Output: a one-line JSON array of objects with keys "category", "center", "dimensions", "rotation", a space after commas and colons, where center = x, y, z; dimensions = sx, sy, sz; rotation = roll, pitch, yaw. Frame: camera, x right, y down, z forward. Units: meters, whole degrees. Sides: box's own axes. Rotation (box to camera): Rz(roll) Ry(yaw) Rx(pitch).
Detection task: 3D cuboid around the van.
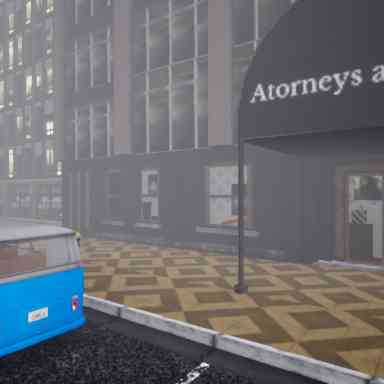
[{"category": "van", "center": [-3.483, 1.341, 5.349], "dimensions": [3.998, 1.788, 1.690], "rotation": [0, 0, 35]}]
